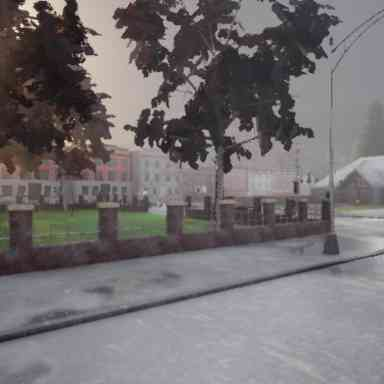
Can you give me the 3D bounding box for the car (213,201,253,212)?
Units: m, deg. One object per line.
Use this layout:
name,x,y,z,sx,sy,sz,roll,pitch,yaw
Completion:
car,4.181,1.542,31.991,1.895,1.301,4.718,0,0,-35

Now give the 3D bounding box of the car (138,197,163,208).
car,-5.830,1.435,46.205,2.128,1.511,4.902,0,0,-35
